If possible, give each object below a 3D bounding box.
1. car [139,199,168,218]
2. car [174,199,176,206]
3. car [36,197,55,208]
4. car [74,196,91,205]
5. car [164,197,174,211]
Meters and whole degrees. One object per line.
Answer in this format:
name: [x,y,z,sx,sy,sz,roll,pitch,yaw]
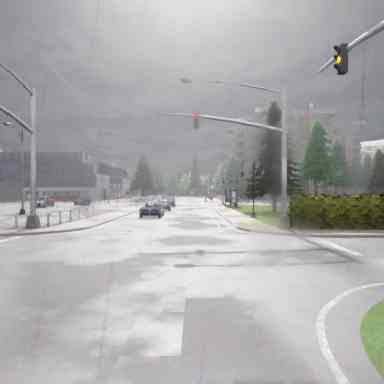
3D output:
car: [-3.582,1.601,30.241,1.895,1.301,4.718,0,0,0]
car: [-3.521,1.478,50.720,1.882,1.535,5.008,0,0,0]
car: [-20.482,1.384,45.617,1.970,1.475,3.806,0,0,0]
car: [-17.424,1.374,53.006,1.845,1.501,3.633,0,0,0]
car: [-3.568,1.564,40.237,1.994,1.385,4.181,0,0,0]
